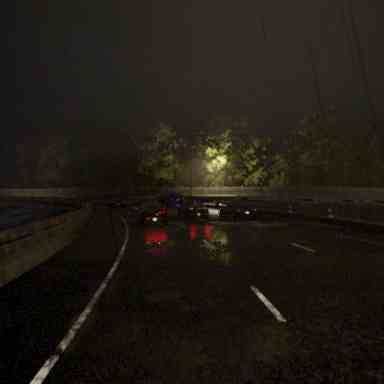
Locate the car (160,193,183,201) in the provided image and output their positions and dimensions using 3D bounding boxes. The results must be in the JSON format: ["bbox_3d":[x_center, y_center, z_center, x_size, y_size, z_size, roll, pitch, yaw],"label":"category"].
[{"bbox_3d":[-2.905,1.104,45.261,2.150,2.045,5.566,0,0,-24],"label":"car"}]

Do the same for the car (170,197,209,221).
[{"bbox_3d":[-0.072,1.415,26.546,2.128,1.511,4.902,0,0,-14],"label":"car"}]

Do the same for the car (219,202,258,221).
[{"bbox_3d":[3.581,1.471,26.291,1.994,1.385,4.181,0,0,-14],"label":"car"}]

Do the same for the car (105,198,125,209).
[{"bbox_3d":[-10.222,1.482,44.283,1.994,1.385,4.181,0,0,-25],"label":"car"}]

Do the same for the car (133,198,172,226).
[{"bbox_3d":[-2.866,1.452,23.209,1.837,1.490,4.892,0,1,-13],"label":"car"}]

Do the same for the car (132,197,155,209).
[{"bbox_3d":[-6.536,1.464,44.670,1.994,1.385,4.181,0,0,-24],"label":"car"}]
